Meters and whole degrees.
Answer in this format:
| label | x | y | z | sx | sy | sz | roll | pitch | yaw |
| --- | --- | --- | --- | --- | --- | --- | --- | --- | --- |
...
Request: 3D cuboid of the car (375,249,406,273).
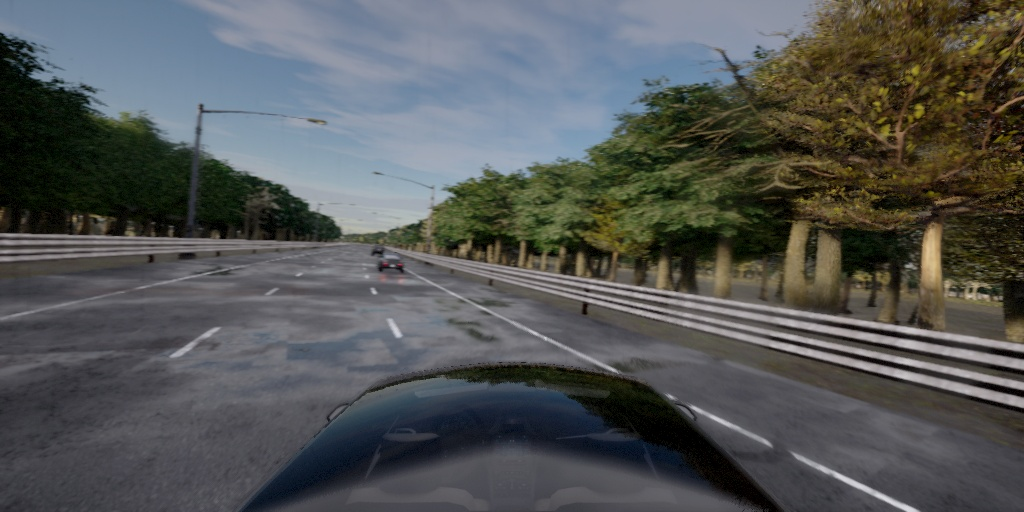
| label | x | y | z | sx | sy | sz | roll | pitch | yaw |
| --- | --- | --- | --- | --- | --- | --- | --- | --- | --- |
| car | -9.779 | 0.475 | 28.858 | 1.812 | 1.442 | 4.674 | 5 | 0 | -23 |
